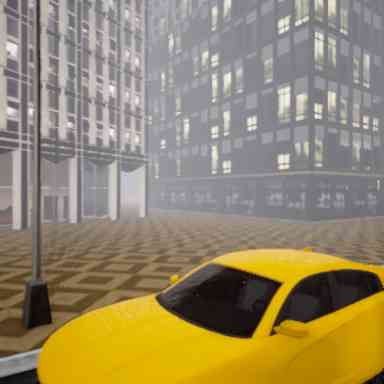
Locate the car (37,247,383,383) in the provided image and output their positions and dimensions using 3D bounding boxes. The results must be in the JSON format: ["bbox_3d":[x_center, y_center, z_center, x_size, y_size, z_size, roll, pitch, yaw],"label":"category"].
[{"bbox_3d":[0.871,1.495,3.976,5.008,1.535,1.882,1,0,-35],"label":"car"}]
